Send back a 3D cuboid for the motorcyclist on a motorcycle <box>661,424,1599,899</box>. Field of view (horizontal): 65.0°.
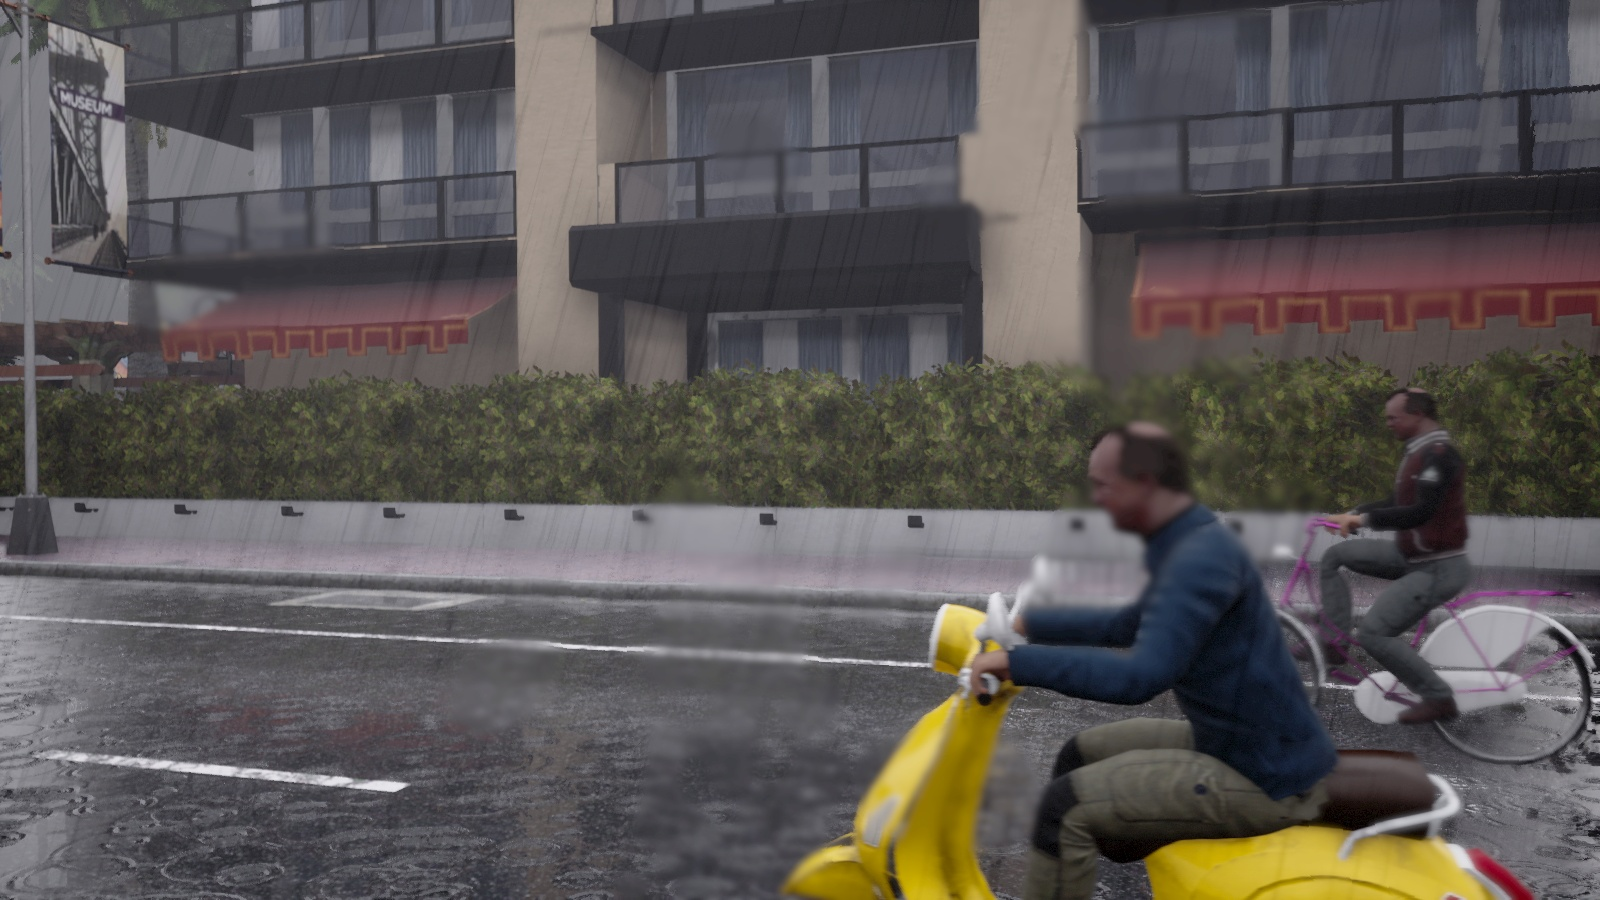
[{"bbox_3d":[0.689,0.738,2.928,1.817,1.590,0.866,0,1,18],"label":"motorcyclist on a motorcycle"}]

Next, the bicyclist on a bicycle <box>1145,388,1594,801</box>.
[{"bbox_3d":[2.620,0.611,5.981,1.843,1.776,0.659,0,1,18],"label":"bicyclist on a bicycle"}]
